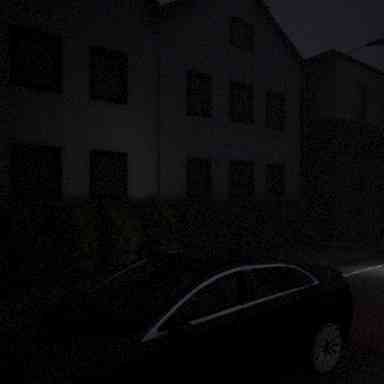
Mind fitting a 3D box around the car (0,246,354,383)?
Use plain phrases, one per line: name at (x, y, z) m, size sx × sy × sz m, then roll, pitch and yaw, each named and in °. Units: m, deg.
car at (-0.013, 1.492, 3.978) m, size 4.902 × 1.511 × 2.128 m, roll 0°, pitch 0°, yaw -35°
